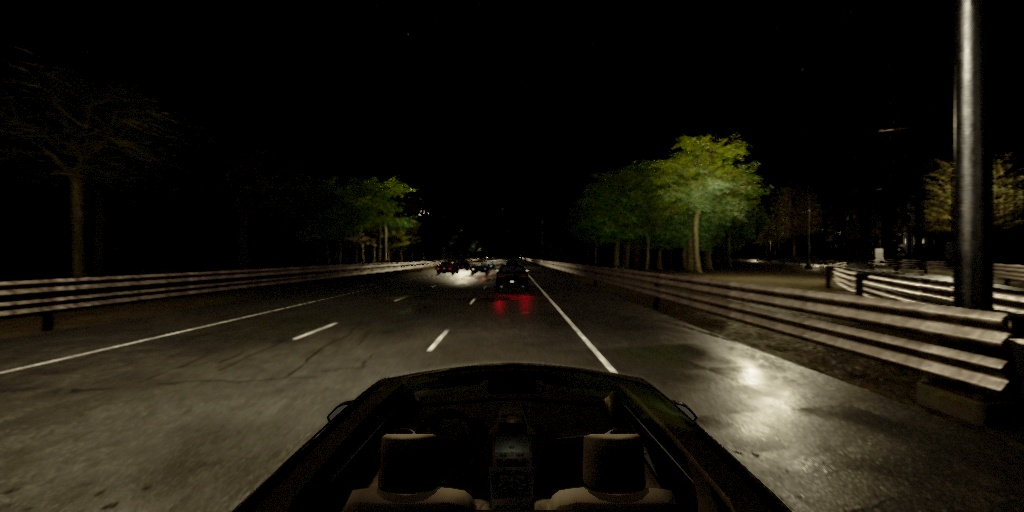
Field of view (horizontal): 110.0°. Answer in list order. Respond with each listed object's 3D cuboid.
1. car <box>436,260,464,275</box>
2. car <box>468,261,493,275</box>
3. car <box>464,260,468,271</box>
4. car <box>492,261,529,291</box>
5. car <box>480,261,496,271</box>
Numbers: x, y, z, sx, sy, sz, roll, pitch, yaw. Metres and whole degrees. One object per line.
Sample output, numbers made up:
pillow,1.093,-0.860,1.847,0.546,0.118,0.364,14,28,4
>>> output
car,-6.976,1.366,39.359,2.033,1.411,5.357,0,0,0
car,-3.472,1.421,40.283,1.895,1.301,4.718,0,0,0
car,-6.958,1.351,51.320,1.837,1.490,4.892,0,0,0
car,0.009,1.253,22.018,1.882,1.535,5.008,0,0,0
car,-3.450,1.446,52.313,1.895,1.301,4.718,0,0,1
